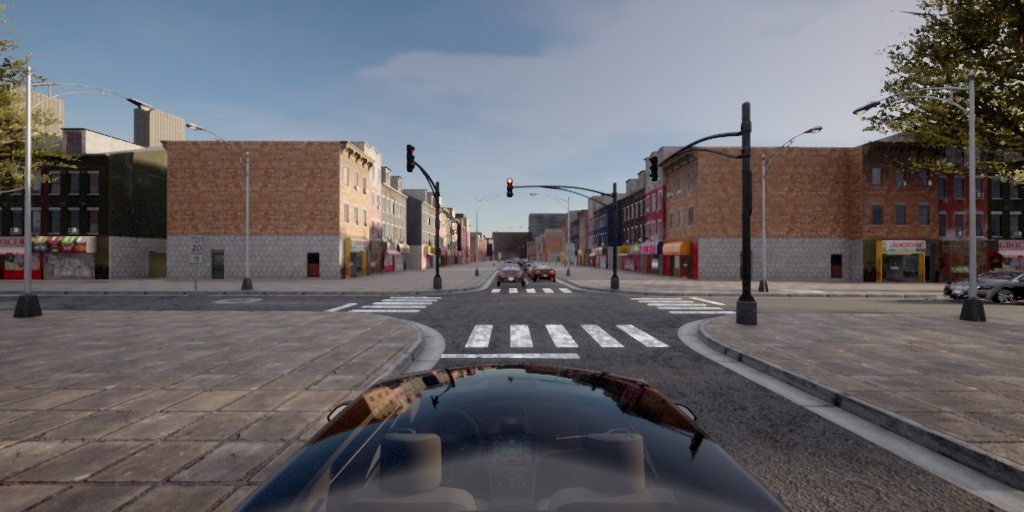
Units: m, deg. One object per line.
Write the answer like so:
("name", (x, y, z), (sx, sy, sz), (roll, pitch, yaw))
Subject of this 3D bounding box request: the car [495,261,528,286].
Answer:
("car", (-0.081, 1.286, 25.296), (1.812, 1.442, 4.674), (0, 0, 0))

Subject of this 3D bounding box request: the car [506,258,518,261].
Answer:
("car", (-0.390, 1.339, 58.837), (1.837, 1.490, 4.892), (0, 0, 0))

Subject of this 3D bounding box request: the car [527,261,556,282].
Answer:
("car", (2.430, 1.309, 28.653), (1.888, 1.381, 4.507), (0, 0, 0))

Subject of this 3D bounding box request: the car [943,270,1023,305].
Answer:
("car", (22.923, 1.394, 16.469), (4.902, 1.511, 2.128), (0, 0, 0))

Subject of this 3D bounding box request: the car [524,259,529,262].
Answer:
("car", (2.384, 1.297, 34.502), (1.751, 1.417, 4.829), (0, 0, 0))

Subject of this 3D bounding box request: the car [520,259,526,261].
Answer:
("car", (2.297, 1.360, 45.690), (1.948, 1.339, 4.313), (0, 0, 0))
